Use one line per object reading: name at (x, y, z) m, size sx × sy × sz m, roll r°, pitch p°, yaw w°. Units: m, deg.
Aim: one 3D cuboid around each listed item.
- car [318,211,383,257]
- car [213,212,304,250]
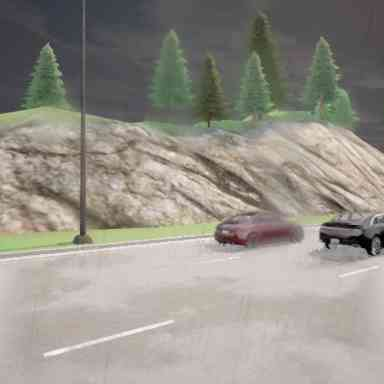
car at (6.971, 1.492, 13.039) m, size 4.902 × 1.511 × 2.128 m, roll 0°, pitch 0°, yaw -36°
car at (2.952, 1.564, 14.466) m, size 4.181 × 1.385 × 1.994 m, roll 0°, pitch 0°, yaw -36°
